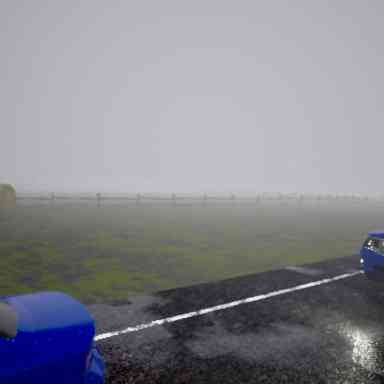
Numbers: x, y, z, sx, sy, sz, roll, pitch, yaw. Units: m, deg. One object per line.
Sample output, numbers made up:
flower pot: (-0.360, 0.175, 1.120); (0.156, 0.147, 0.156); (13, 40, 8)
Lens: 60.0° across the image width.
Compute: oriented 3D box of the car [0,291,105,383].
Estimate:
car: (-3.039, 1.422, 1.855); (5.008, 1.535, 1.882); (1, 0, -36)

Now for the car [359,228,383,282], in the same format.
car: (6.700, 1.265, 8.717); (5.566, 2.045, 2.150); (1, 0, -35)
